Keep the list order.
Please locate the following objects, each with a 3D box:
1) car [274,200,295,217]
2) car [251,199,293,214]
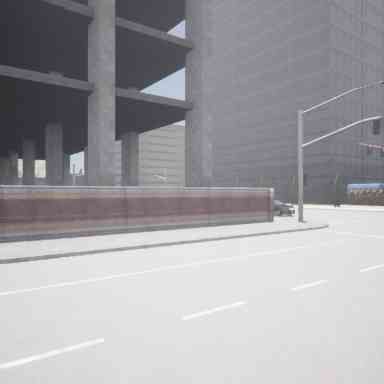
[{"bbox_3d":[7.617,1.491,32.029,2.128,1.511,4.902,0,0,-36],"label":"car"},{"bbox_3d":[8.693,1.564,36.500,1.994,1.385,4.181,0,0,-36],"label":"car"}]
